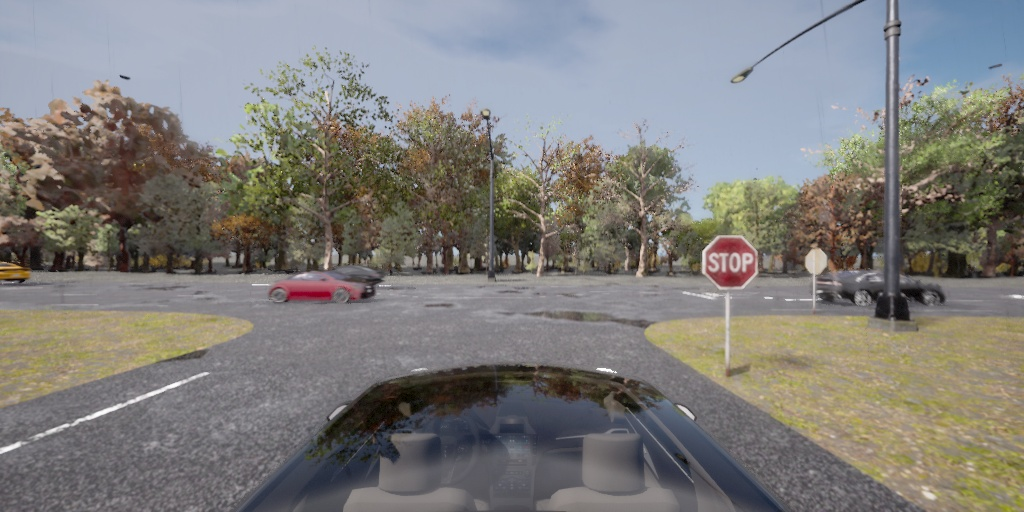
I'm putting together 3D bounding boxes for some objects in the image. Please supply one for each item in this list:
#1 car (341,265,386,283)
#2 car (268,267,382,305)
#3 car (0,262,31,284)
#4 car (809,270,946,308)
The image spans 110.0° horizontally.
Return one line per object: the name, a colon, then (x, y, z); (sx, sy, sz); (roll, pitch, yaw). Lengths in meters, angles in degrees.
car: (-10.510, 1.316, 22.957); (4.674, 1.442, 1.812); (0, 0, 1)
car: (-8.337, 1.343, 15.917); (4.181, 1.385, 1.994); (1, 0, 0)
car: (-34.787, 1.112, 23.459); (5.008, 1.535, 1.882); (0, 0, 1)
car: (16.003, 1.393, 15.820); (4.902, 1.511, 2.128); (0, 0, 0)
